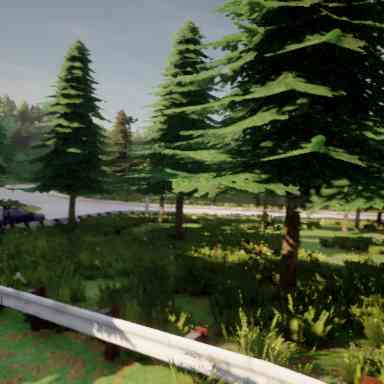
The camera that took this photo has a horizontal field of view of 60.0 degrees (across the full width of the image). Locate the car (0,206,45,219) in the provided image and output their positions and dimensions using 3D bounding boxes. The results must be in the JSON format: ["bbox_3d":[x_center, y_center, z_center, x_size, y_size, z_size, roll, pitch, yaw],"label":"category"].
[{"bbox_3d":[-12.685,1.702,23.325,2.033,1.411,5.357,4,1,14],"label":"car"}]
